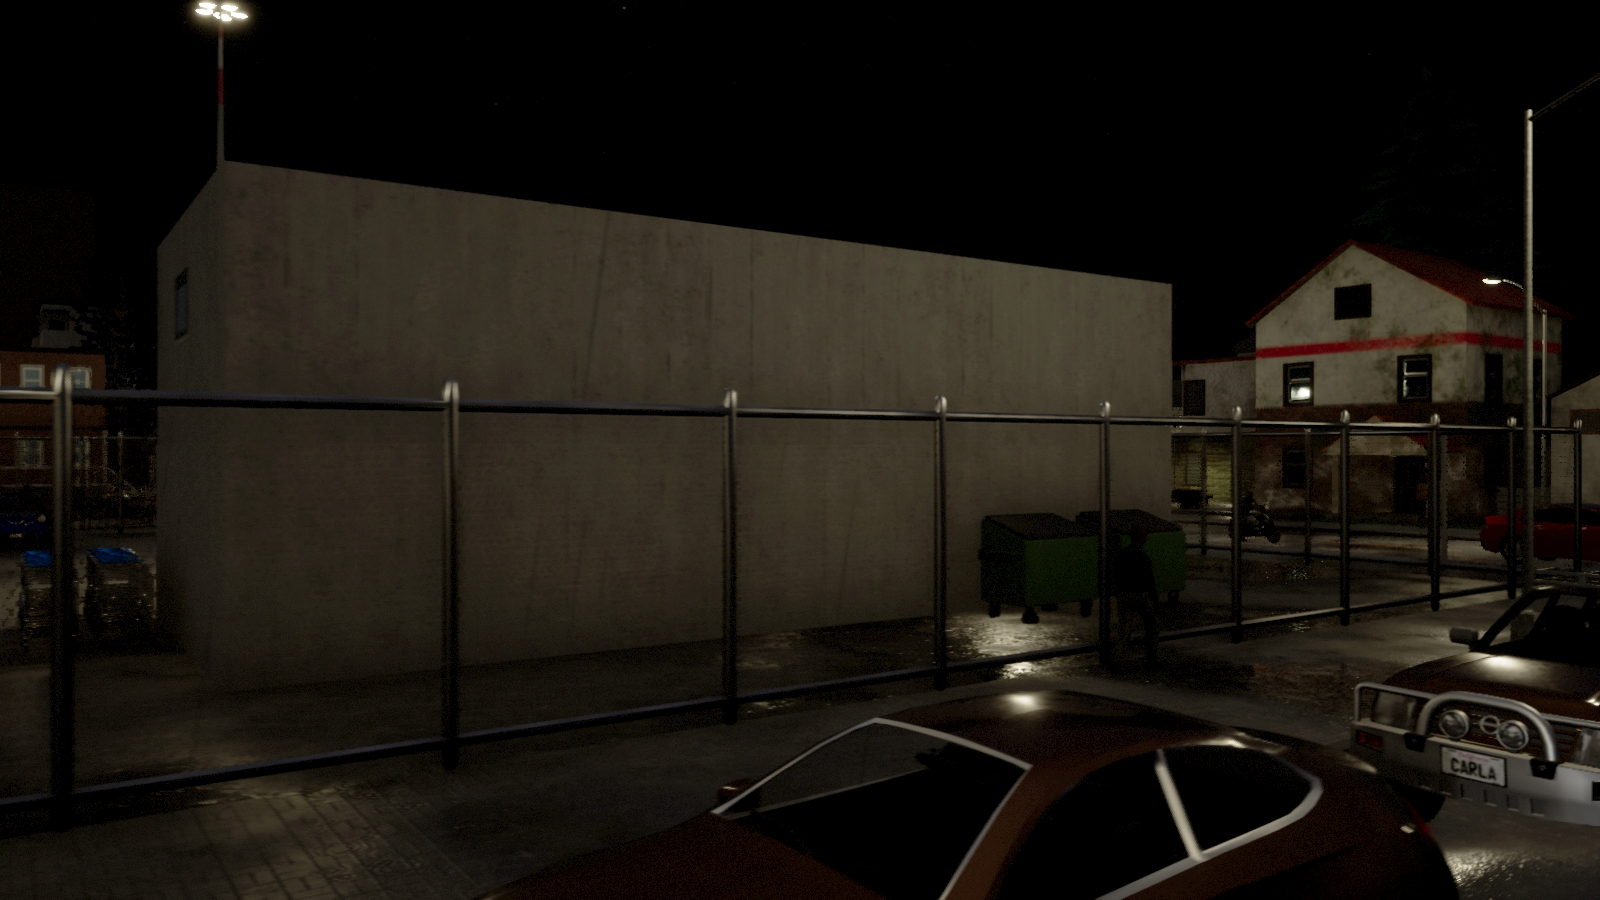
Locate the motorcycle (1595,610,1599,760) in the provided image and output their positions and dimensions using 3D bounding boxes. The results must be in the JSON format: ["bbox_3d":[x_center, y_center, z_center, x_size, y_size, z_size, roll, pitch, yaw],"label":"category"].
[{"bbox_3d":[7.624,1.962,9.709,1.805,1.236,0.856,0,0,-35],"label":"motorcycle"}]

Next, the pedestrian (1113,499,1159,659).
[{"bbox_3d":[4.011,1.525,13.652,0.375,1.860,0.375,0,0,-34],"label":"pedestrian"}]

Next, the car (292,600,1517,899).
[{"bbox_3d":[0.744,1.772,4.904,5.027,1.651,2.152,0,0,-35],"label":"car"}]

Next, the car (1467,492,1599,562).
[{"bbox_3d":[19.068,1.841,27.329,2.231,1.480,4.892,0,0,-35],"label":"car"}]

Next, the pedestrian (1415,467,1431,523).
[{"bbox_3d":[21.044,1.525,38.598,0.375,1.860,0.375,0,0,-39],"label":"pedestrian"}]

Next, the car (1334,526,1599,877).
[{"bbox_3d":[6.315,1.644,8.781,4.605,1.855,1.932,0,0,-34],"label":"car"}]

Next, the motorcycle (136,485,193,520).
[{"bbox_3d":[-23.946,1.962,43.077,1.805,1.236,0.856,0,0,-34],"label":"motorcycle"}]
